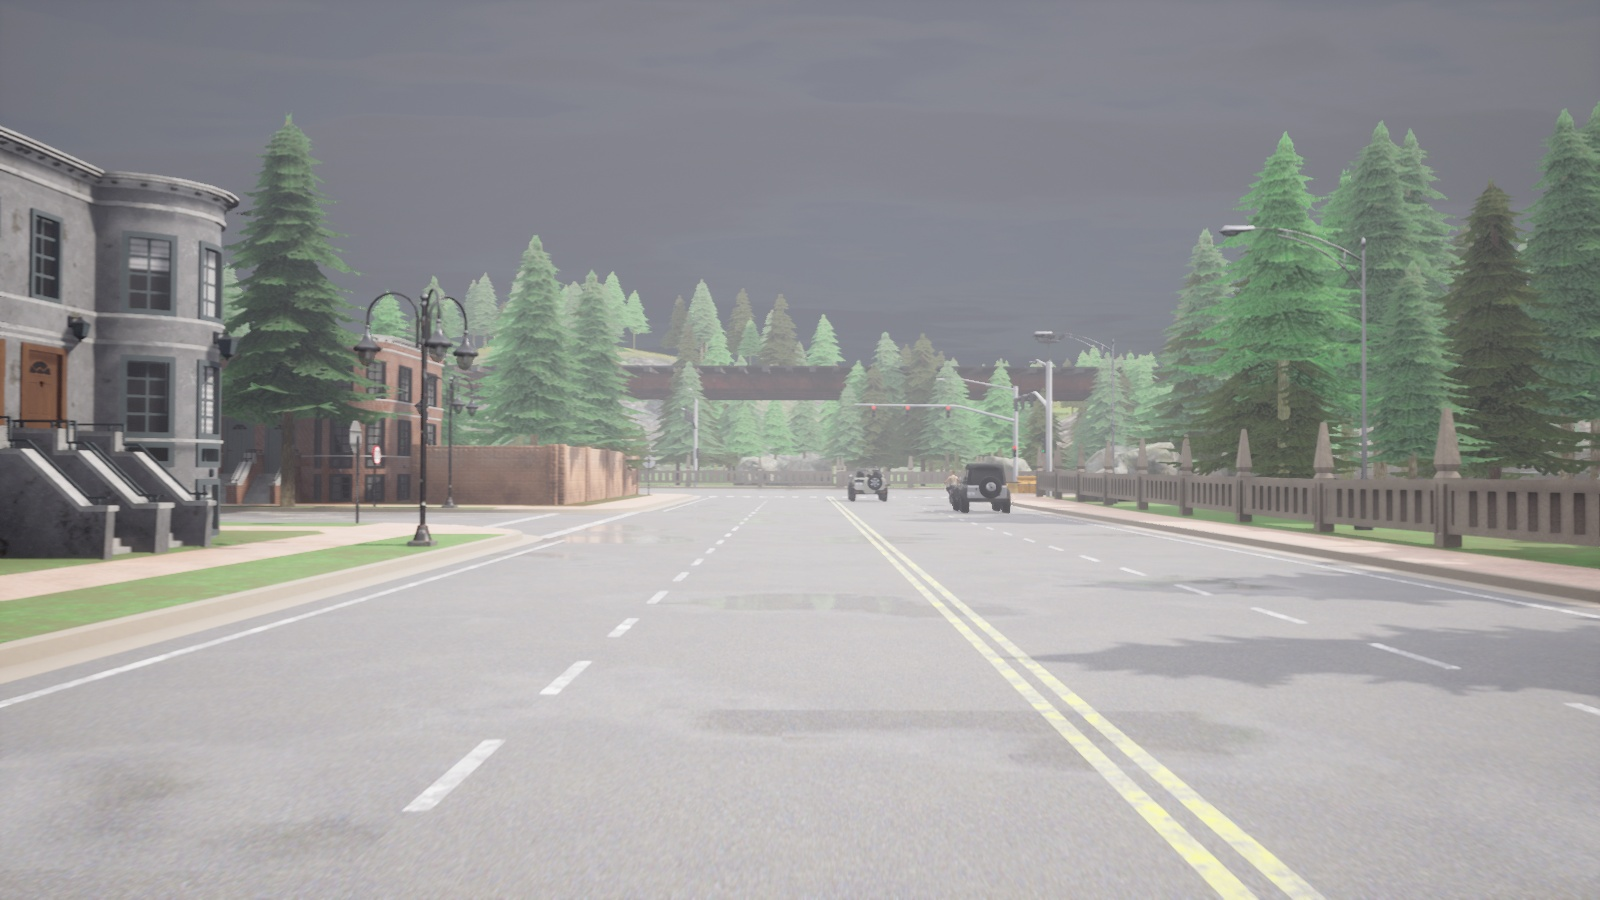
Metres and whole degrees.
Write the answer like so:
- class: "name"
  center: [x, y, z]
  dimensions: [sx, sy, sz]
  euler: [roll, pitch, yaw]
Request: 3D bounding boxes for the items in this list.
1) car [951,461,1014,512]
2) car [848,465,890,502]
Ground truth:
- class: "car"
  center: [7.060, 1.402, 48.867]
  dimensions: [1.905, 1.878, 3.866]
  euler: [0, -1, 0]
- class: "car"
  center: [3.581, 1.719, 65.859]
  dimensions: [1.932, 1.855, 4.605]
  euler: [0, -1, 0]
